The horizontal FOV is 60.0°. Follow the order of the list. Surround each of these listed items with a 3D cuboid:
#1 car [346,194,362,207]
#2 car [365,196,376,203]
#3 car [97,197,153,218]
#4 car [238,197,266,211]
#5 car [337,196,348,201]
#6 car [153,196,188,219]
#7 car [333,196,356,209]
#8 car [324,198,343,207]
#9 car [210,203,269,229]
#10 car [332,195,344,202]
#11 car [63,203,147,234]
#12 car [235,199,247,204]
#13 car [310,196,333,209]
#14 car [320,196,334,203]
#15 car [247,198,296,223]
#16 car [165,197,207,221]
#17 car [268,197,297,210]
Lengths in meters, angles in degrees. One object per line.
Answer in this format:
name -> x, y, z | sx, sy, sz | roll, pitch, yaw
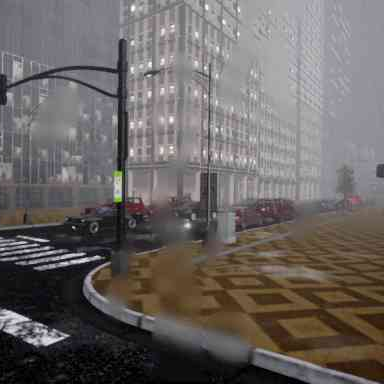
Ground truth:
car -> 25.421, 1.365, 52.858 | 2.150, 2.045, 5.566 | 1, 1, 35
car -> 39.504, 1.598, 73.504 | 1.967, 1.590, 4.097 | 1, 1, 35
car -> -5.465, 1.274, 23.771 | 2.192, 1.841, 5.009 | 1, 0, 35
car -> 7.691, 1.430, 42.270 | 1.967, 1.590, 4.097 | 1, 0, 35
car -> 39.459, 1.623, 87.092 | 1.947, 1.339, 4.313 | 1, 1, 35
car -> -1.810, 1.283, 28.941 | 2.192, 1.841, 5.009 | 1, 0, 35
car -> 21.393, 1.655, 47.096 | 1.812, 1.442, 4.674 | 1, 1, 35
car -> 23.349, 1.659, 54.935 | 1.994, 1.385, 4.181 | 1, 1, 35
car -> 3.255, 1.668, 22.015 | 1.802, 1.307, 4.206 | 1, 0, 35
car -> 36.174, 1.570, 82.444 | 1.752, 1.417, 4.829 | 1, 1, 35
car -> -5.132, 1.595, 19.724 | 1.895, 1.301, 4.718 | 1, 1, 35
car -> 5.896, 1.512, 35.340 | 2.128, 1.511, 4.902 | 1, 0, 35
car -> 18.510, 1.649, 48.069 | 1.994, 1.385, 4.181 | 1, 1, 35
car -> 29.866, 1.616, 73.525 | 1.802, 1.307, 4.206 | 1, 1, 35
car -> 6.745, 1.409, 26.944 | 2.192, 1.841, 5.009 | 1, 0, 35
car -> 0.309, 1.484, 27.447 | 1.882, 1.535, 5.008 | 1, 1, 35
car -> 12.022, 1.525, 43.929 | 2.128, 1.511, 4.902 | 1, 1, 36
